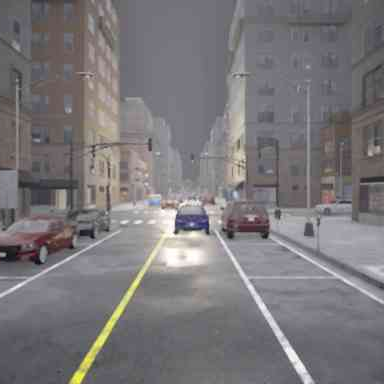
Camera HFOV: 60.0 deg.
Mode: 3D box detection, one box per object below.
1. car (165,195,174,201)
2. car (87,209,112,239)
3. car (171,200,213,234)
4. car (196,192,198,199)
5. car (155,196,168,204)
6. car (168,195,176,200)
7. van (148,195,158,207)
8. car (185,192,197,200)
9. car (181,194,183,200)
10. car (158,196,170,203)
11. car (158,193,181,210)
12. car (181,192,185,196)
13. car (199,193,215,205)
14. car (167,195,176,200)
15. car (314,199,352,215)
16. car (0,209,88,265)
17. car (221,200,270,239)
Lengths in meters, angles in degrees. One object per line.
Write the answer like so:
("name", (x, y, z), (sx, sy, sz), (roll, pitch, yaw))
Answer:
("car", (-5.420, 1.407, 81.421), (1.752, 1.417, 4.829), (0, 0, 0))
("car", (-5.393, 1.544, 17.189), (1.947, 1.339, 4.313), (0, 0, 0))
("car", (-0.020, 1.453, 19.064), (1.882, 1.535, 5.008), (0, 0, 0))
("car", (2.665, 1.205, 76.187), (2.192, 1.841, 5.009), (0, 0, 0))
("car", (-5.421, 1.481, 59.965), (1.947, 1.339, 4.313), (0, 0, 0))
("car", (-5.420, 1.430, 92.402), (1.947, 1.339, 4.313), (0, 0, 0))
("van", (-5.421, 1.272, 49.152), (1.690, 1.788, 3.998), (0, 0, 0))
("car", (-0.021, 1.233, 83.896), (2.097, 1.767, 4.553), (0, 0, 0))
("car", (-2.854, 1.473, 53.313), (2.033, 1.411, 5.357), (0, 0, -3))
("car", (-5.420, 1.451, 65.371), (1.887, 1.381, 4.507), (0, 0, 0))
("car", (-2.811, 1.293, 42.766), (2.097, 1.767, 4.553), (0, 0, -2))
("car", (-2.785, 1.386, 64.658), (1.882, 1.535, 5.008), (0, 0, 0))
("car", (2.691, 1.238, 54.562), (2.192, 1.841, 5.009), (0, 0, 0))
("car", (-5.420, 1.424, 86.996), (2.008, 1.369, 4.403), (0, 0, 0))
("car", (14.204, 1.414, 32.070), (4.674, 1.442, 1.812), (0, 0, -2))
("car", (-5.391, 1.530, 11.678), (1.887, 1.381, 4.507), (0, 0, 0))
("car", (2.632, 1.293, 17.191), (2.192, 1.841, 5.009), (0, 0, 0))
